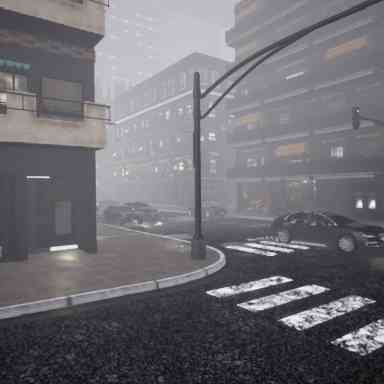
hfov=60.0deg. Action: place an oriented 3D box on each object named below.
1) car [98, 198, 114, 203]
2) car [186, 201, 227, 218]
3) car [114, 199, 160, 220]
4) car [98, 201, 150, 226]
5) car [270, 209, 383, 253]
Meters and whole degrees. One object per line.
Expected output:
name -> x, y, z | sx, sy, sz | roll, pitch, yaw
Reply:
car -> -11.915, 1.520, 47.249 | 1.887, 1.381, 4.507 | -1, 1, -36
car -> 1.212, 1.513, 29.190 | 2.008, 1.369, 4.403 | -1, 1, -36
car -> -4.457, 1.541, 27.781 | 1.837, 1.490, 4.892 | -1, 0, -36
car -> -5.161, 1.632, 24.557 | 1.947, 1.339, 4.313 | -1, 1, -36
car -> 5.566, 1.510, 13.994 | 1.837, 1.490, 4.892 | -1, 0, -36
